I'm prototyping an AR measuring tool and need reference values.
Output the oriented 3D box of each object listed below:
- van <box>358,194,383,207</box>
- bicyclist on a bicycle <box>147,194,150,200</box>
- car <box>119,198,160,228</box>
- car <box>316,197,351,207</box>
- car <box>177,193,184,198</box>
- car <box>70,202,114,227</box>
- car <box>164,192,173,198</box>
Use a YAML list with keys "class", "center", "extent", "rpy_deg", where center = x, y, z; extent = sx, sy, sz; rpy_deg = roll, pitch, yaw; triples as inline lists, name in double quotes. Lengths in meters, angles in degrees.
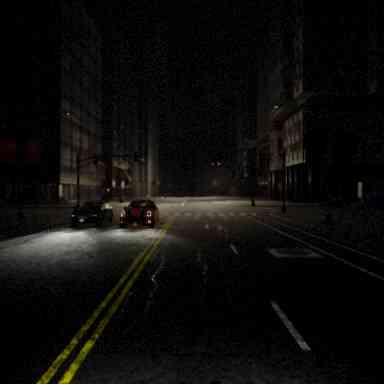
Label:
- class: "van"
  center: [24.740, 1.158, 45.098]
  extent: [3.998, 1.788, 1.690]
  rpy_deg: [0, 0, 0]
- class: "bicyclist on a bicycle"
  center: [-8.728, 1.256, 66.180]
  extent: [0.866, 1.612, 1.509]
  rpy_deg: [0, 0, 0]
- class: "car"
  center: [-3.315, 1.286, 21.717]
  extent: [2.097, 1.767, 4.553]
  rpy_deg: [0, 0, 0]
- class: "car"
  center: [19.122, 1.379, 45.122]
  extent: [4.403, 1.369, 2.008]
  rpy_deg: [0, 0, 0]
- class: "car"
  center: [-3.259, 0.980, 91.560]
  extent: [1.895, 1.301, 4.718]
  rpy_deg: [0, 0, 0]
- class: "car"
  center: [-6.561, 1.427, 22.290]
  extent: [2.128, 1.511, 4.902]
  rpy_deg: [0, 0, 0]
- class: "car"
  center: [-6.509, 0.740, 91.620]
  extent: [2.097, 1.767, 4.553]
  rpy_deg: [0, 0, 0]
